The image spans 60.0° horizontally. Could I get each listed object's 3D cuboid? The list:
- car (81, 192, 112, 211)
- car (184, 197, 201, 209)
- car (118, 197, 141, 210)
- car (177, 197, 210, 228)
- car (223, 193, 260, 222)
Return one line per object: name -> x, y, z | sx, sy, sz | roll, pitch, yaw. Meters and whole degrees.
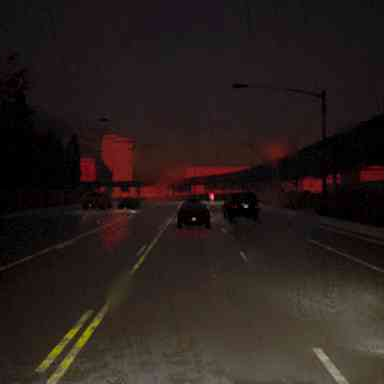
car -> -10.588, 0.978, 37.404 | 2.150, 2.045, 5.566 | 0, 1, 0
car -> 0.105, 1.299, 40.919 | 1.994, 1.385, 4.181 | 0, 0, 0
car -> -7.093, 1.301, 38.043 | 2.033, 1.411, 5.357 | 0, 0, 0
car -> 0.102, 1.342, 20.887 | 1.882, 1.535, 5.008 | 0, 0, 0
car -> 3.603, 1.060, 24.873 | 2.150, 2.045, 5.566 | 0, 0, 0
